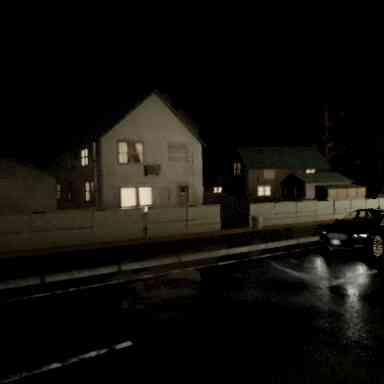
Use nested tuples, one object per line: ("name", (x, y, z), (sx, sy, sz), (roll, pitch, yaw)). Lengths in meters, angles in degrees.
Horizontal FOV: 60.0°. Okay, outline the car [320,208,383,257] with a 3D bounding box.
("car", (6.780, 1.380, 12.476), (4.902, 1.511, 2.128), (-1, 0, -35))
